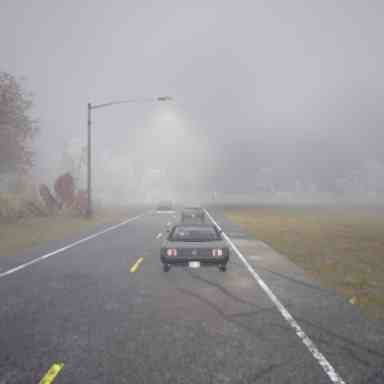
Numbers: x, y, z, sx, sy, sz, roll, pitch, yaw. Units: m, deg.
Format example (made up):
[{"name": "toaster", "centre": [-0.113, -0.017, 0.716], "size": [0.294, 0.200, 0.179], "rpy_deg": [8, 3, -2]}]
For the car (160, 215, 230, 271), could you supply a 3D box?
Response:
[{"name": "car", "centre": [0.084, 1.657, 11.089], "size": [1.895, 1.301, 4.718], "rpy_deg": [0, 0, 0]}]

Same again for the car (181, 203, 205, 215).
[{"name": "car", "centre": [0.090, 1.632, 27.743], "size": [2.128, 1.511, 4.902], "rpy_deg": [0, 0, 0]}]

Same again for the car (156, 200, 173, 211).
[{"name": "car", "centre": [-3.577, 1.788, 44.345], "size": [1.994, 1.385, 4.181], "rpy_deg": [0, 0, 0]}]
